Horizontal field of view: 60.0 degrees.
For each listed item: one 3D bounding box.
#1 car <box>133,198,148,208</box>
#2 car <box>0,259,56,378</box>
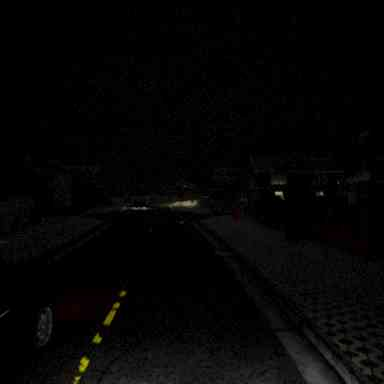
[{"bbox_3d":[-7.566,1.584,49.248,2.033,1.411,5.357,0,0,-3],"label":"car"},{"bbox_3d":[-2.948,1.531,3.407,1.812,1.442,4.674,0,0,-1],"label":"car"}]
